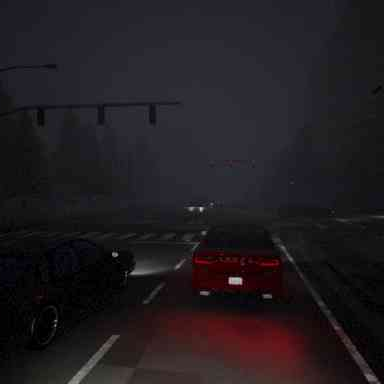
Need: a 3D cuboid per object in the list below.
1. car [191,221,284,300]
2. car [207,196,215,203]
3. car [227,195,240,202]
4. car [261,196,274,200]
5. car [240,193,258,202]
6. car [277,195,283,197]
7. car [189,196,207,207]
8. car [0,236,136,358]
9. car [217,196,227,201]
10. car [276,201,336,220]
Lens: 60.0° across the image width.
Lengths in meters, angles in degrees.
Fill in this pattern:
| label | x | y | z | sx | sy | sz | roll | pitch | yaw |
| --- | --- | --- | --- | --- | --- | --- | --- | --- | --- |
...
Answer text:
| label | x | y | z | sx | sy | sz | roll | pitch | yaw |
| --- | --- | --- | --- | --- | --- | --- | --- | --- | --- |
| car | 1.196 | 1.478 | 8.539 | 1.882 | 1.535 | 5.008 | 0 | 0 | 9 |
| car | 3.445 | 1.525 | 67.717 | 1.812 | 1.442 | 4.674 | 0 | 0 | 10 |
| car | 10.729 | 1.478 | 78.731 | 1.882 | 1.535 | 5.008 | 0 | 0 | 28 |
| car | 20.990 | 1.524 | 91.265 | 4.674 | 1.442 | 1.812 | 0 | 0 | -37 |
| car | 13.498 | 1.225 | 76.420 | 2.150 | 2.045 | 5.566 | 0 | 0 | 28 |
| car | 25.296 | 1.477 | 90.112 | 5.008 | 1.535 | 1.882 | 0 | 0 | -34 |
| car | 0.748 | 1.526 | 50.566 | 1.812 | 1.442 | 4.674 | 0 | 0 | 7 |
| car | -2.729 | 1.547 | 6.226 | 2.033 | 1.411 | 5.357 | 0 | 0 | 10 |
| car | 7.570 | 1.552 | 80.258 | 1.994 | 1.385 | 4.181 | 0 | 0 | 25 |
| car | 9.761 | 1.555 | 28.715 | 4.892 | 1.490 | 1.837 | 0 | 2 | 22 |
